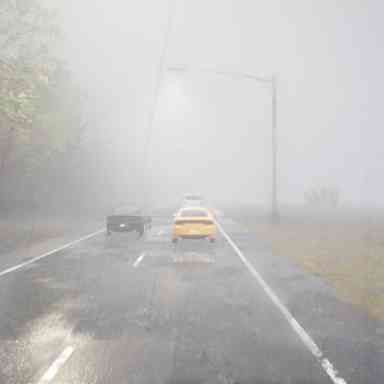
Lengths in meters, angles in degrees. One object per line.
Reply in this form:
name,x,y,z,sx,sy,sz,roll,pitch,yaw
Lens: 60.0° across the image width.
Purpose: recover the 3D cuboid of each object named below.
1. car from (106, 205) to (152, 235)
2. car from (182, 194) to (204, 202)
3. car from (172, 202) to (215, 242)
car,-3.397,1.479,18.727,1.882,1.535,5.008,0,0,0
car,0.104,1.226,35.371,2.150,2.045,5.566,0,0,0
car,0.097,1.480,16.322,1.882,1.535,5.008,0,0,0
